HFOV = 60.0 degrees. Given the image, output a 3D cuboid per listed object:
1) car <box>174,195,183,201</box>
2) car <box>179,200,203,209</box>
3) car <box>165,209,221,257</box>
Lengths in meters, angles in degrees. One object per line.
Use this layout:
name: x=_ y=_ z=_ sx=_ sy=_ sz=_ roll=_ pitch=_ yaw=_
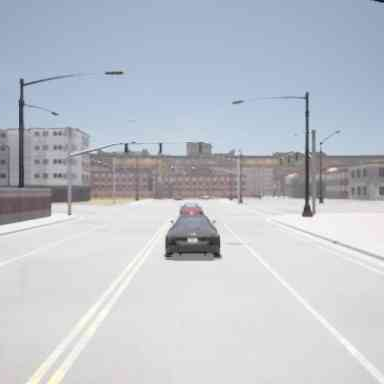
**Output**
car: x=-3.459 y=1.545 z=85.760 sx=1.812 sy=1.442 sz=4.674 roll=0 pitch=0 yaw=2
car: x=-0.082 y=1.570 z=27.047 sx=1.994 sy=1.385 sz=4.181 roll=0 pitch=0 yaw=-1
car: x=0.043 y=1.568 z=13.023 sx=1.994 sy=1.385 sz=4.181 roll=0 pitch=0 yaw=1
